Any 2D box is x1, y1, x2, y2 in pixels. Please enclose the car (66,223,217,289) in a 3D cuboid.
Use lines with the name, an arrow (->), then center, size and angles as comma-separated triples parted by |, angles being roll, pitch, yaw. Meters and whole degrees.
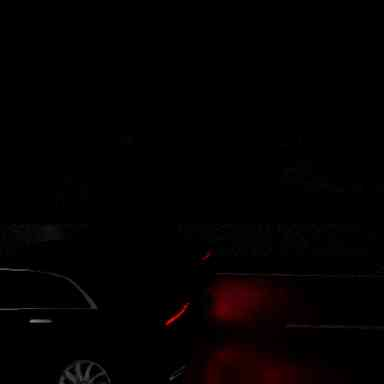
car -> -1.946, 1.483, 7.690 | 5.008, 1.535, 1.882 | 0, 0, 3

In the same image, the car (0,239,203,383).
car -> -2.377, 1.507, 4.210 | 4.892, 1.490, 1.837 | 0, 0, 3
